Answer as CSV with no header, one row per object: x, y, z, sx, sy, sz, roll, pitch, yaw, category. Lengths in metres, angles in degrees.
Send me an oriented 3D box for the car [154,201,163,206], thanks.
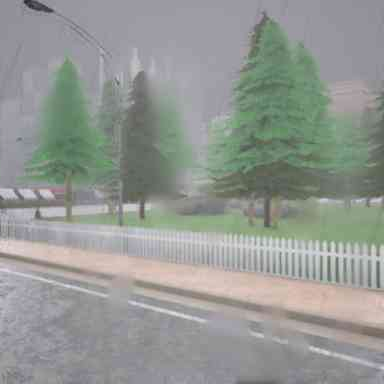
-5.368,1.991,66.225,2.033,1.411,5.357,-1,0,34,car

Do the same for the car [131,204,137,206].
-11.734,2.043,63.130,1.994,1.385,4.181,-1,0,35,car
